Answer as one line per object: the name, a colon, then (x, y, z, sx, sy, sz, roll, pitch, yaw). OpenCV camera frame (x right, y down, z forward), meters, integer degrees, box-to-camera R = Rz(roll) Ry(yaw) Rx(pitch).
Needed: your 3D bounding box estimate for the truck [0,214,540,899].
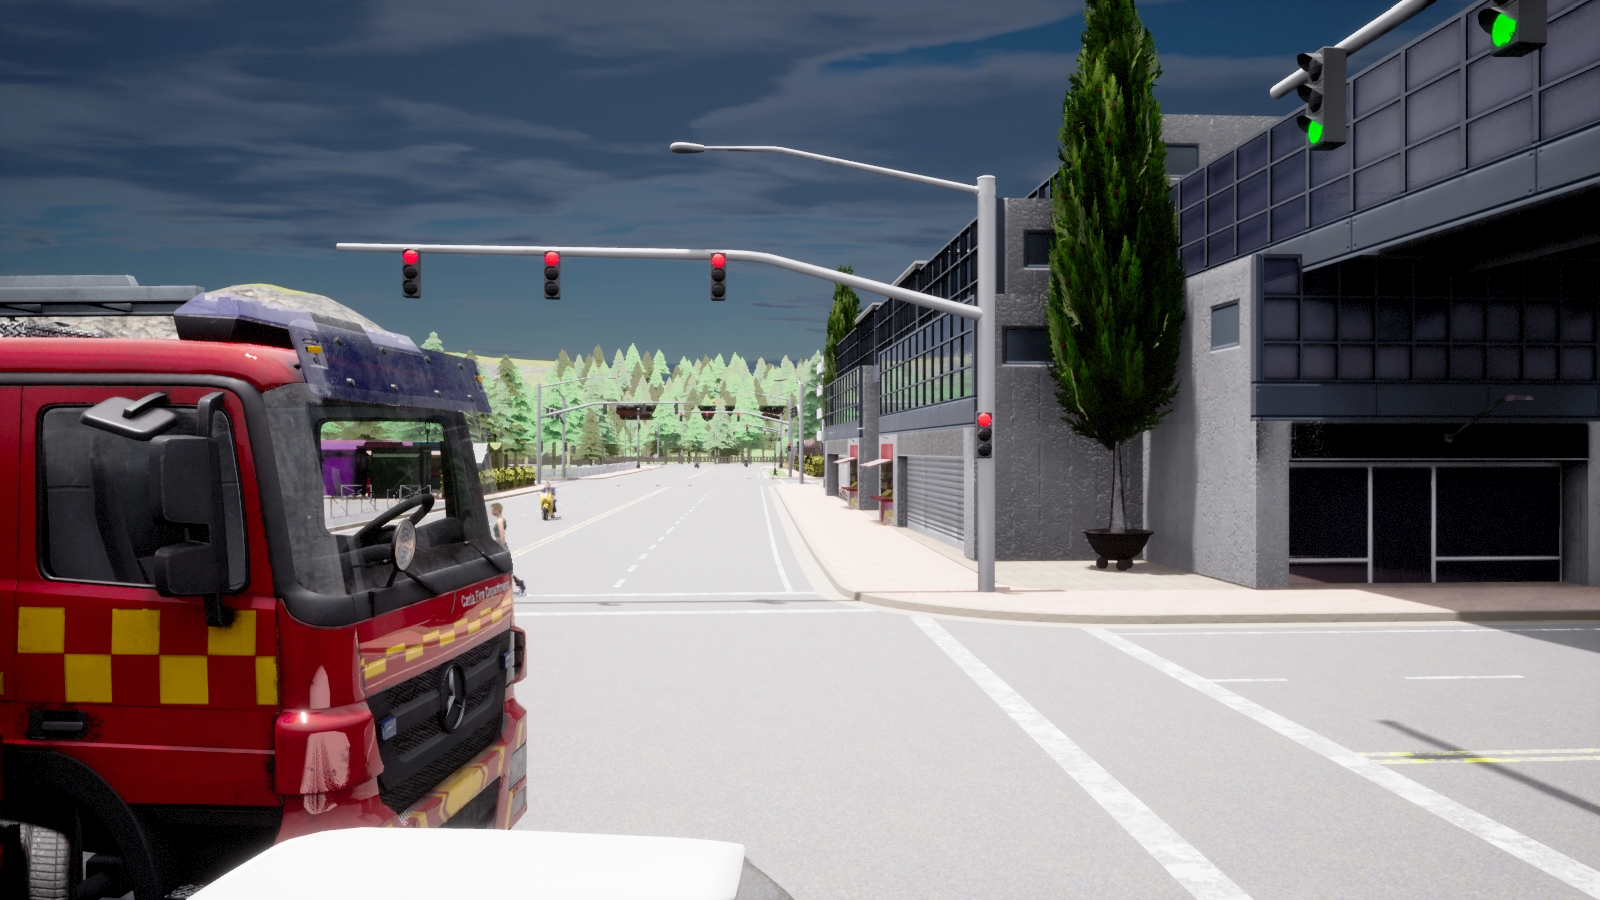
truck: (-6.102, 0.890, 6.659, 8.468, 3.827, 2.891, 0, 0, 4)

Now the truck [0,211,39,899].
truck: (-7.587, 0.890, 3.490, 8.468, 3.827, 2.891, 0, 0, -3)

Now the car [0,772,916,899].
car: (-1.549, 2.065, 3.579, 3.806, 1.475, 1.970, 0, 0, 5)

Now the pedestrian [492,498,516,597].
pedestrian: (-5.654, 1.848, 21.834, 0.375, 1.860, 0.375, 0, 0, -3)
